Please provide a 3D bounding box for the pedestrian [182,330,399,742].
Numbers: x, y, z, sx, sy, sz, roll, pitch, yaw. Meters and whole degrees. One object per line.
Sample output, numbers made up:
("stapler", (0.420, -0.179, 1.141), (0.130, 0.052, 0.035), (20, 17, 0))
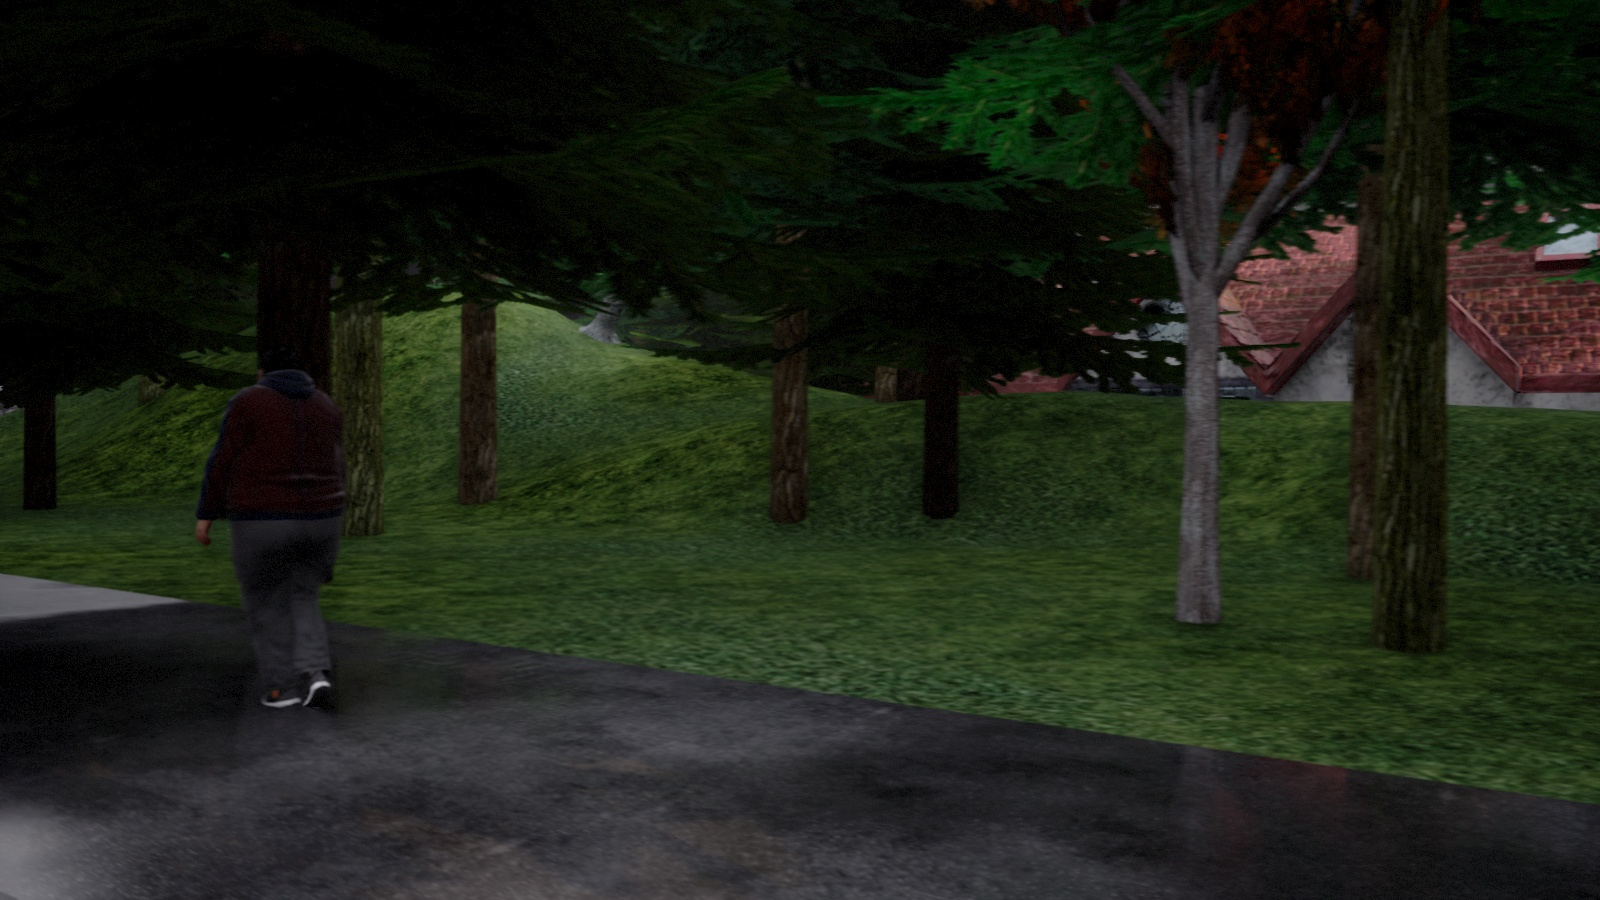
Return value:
("pedestrian", (-2.503, 0.380, 6.157), (0.899, 1.844, 0.634), (0, 1, 43))
